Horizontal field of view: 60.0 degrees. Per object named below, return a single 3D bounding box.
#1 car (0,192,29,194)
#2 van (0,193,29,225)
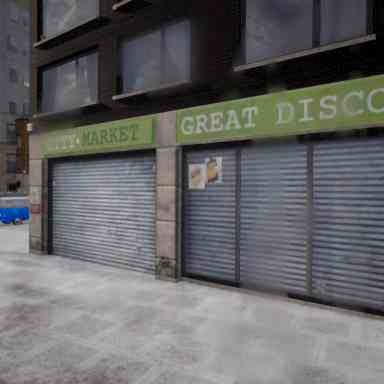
[{"bbox_3d":[-15.235,1.034,26.301,2.150,2.045,5.566,1,1,36],"label":"car"},{"bbox_3d":[-10.859,1.203,22.322,1.690,1.788,3.998,1,1,36],"label":"van"}]
